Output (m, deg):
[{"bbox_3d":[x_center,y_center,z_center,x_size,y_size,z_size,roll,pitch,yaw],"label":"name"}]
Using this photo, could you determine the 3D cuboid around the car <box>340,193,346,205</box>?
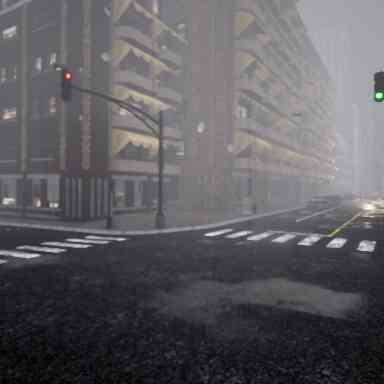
[{"bbox_3d":[18.626,1.011,43.733,1.947,1.339,4.313,1,1,31],"label":"car"}]

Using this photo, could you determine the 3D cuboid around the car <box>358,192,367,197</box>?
[{"bbox_3d":[41.504,0.608,81.635,2.008,1.369,4.403,1,1,31],"label":"car"}]

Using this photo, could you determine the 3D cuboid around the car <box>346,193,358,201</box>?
[{"bbox_3d":[27.205,0.842,57.945,1.887,1.381,4.507,1,1,31],"label":"car"}]

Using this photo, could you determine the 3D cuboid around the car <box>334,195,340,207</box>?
[{"bbox_3d":[15.766,1.077,38.995,1.802,1.307,4.206,1,1,31],"label":"car"}]

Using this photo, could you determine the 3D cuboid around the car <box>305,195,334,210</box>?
[{"bbox_3d":[12.905,1.096,34.257,2.008,1.369,4.403,1,1,31],"label":"car"}]
